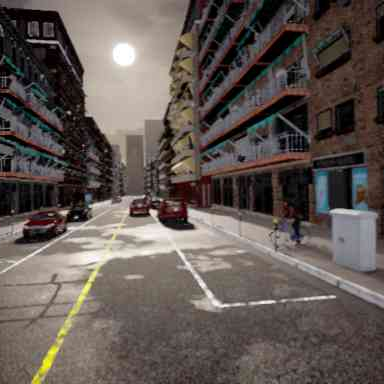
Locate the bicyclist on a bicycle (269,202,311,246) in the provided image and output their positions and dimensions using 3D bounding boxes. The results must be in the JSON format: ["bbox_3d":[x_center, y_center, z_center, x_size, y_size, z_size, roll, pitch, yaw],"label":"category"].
[{"bbox_3d":[3.656,1.209,12.399,1.656,1.620,0.582,-1,0,-9],"label":"bicyclist on a bicycle"}]

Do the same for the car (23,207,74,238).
[{"bbox_3d":[-8.400,1.780,19.372,1.802,1.307,4.206,-2,0,-9],"label":"car"}]

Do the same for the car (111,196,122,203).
[{"bbox_3d":[-18.465,1.901,80.715,1.967,1.590,4.097,-2,0,-9],"label":"car"}]

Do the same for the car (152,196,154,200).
[{"bbox_3d":[-5.182,1.691,48.216,1.947,1.339,4.313,-2,0,-9],"label":"car"}]

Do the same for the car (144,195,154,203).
[{"bbox_3d":[-10.669,1.588,81.758,2.192,1.841,5.009,-2,0,-9],"label":"car"}]

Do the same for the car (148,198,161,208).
[{"bbox_3d":[-6.099,1.694,53.806,1.887,1.381,4.507,-2,0,-9],"label":"car"}]

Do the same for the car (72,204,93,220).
[{"bbox_3d":[-10.230,1.809,30.525,1.947,1.339,4.313,-2,0,-9],"label":"car"}]

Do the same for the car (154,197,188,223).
[{"bbox_3d":[-1.524,1.348,25.857,2.192,1.841,5.009,-2,0,-9],"label":"car"}]

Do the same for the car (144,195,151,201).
[{"bbox_3d":[-12.483,1.765,92.939,1.967,1.590,4.097,-2,0,-9],"label":"car"}]

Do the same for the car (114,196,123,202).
[{"bbox_3d":[-20.295,1.953,91.869,1.967,1.590,4.097,-2,0,-9],"label":"car"}]

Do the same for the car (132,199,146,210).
[{"bbox_3d":[-7.670,1.786,47.905,1.895,1.301,4.718,-1,0,-9],"label":"car"}]

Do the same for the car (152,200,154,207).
[{"bbox_3d":[-2.432,1.606,31.447,2.008,1.369,4.403,-2,0,-9],"label":"car"}]

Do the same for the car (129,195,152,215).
[{"bbox_3d":[-5.775,1.488,36.567,2.097,1.767,4.553,-1,0,-9],"label":"car"}]

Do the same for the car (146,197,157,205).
[{"bbox_3d":[-7.932,1.749,64.986,2.008,1.369,4.403,-2,0,-9],"label":"car"}]
